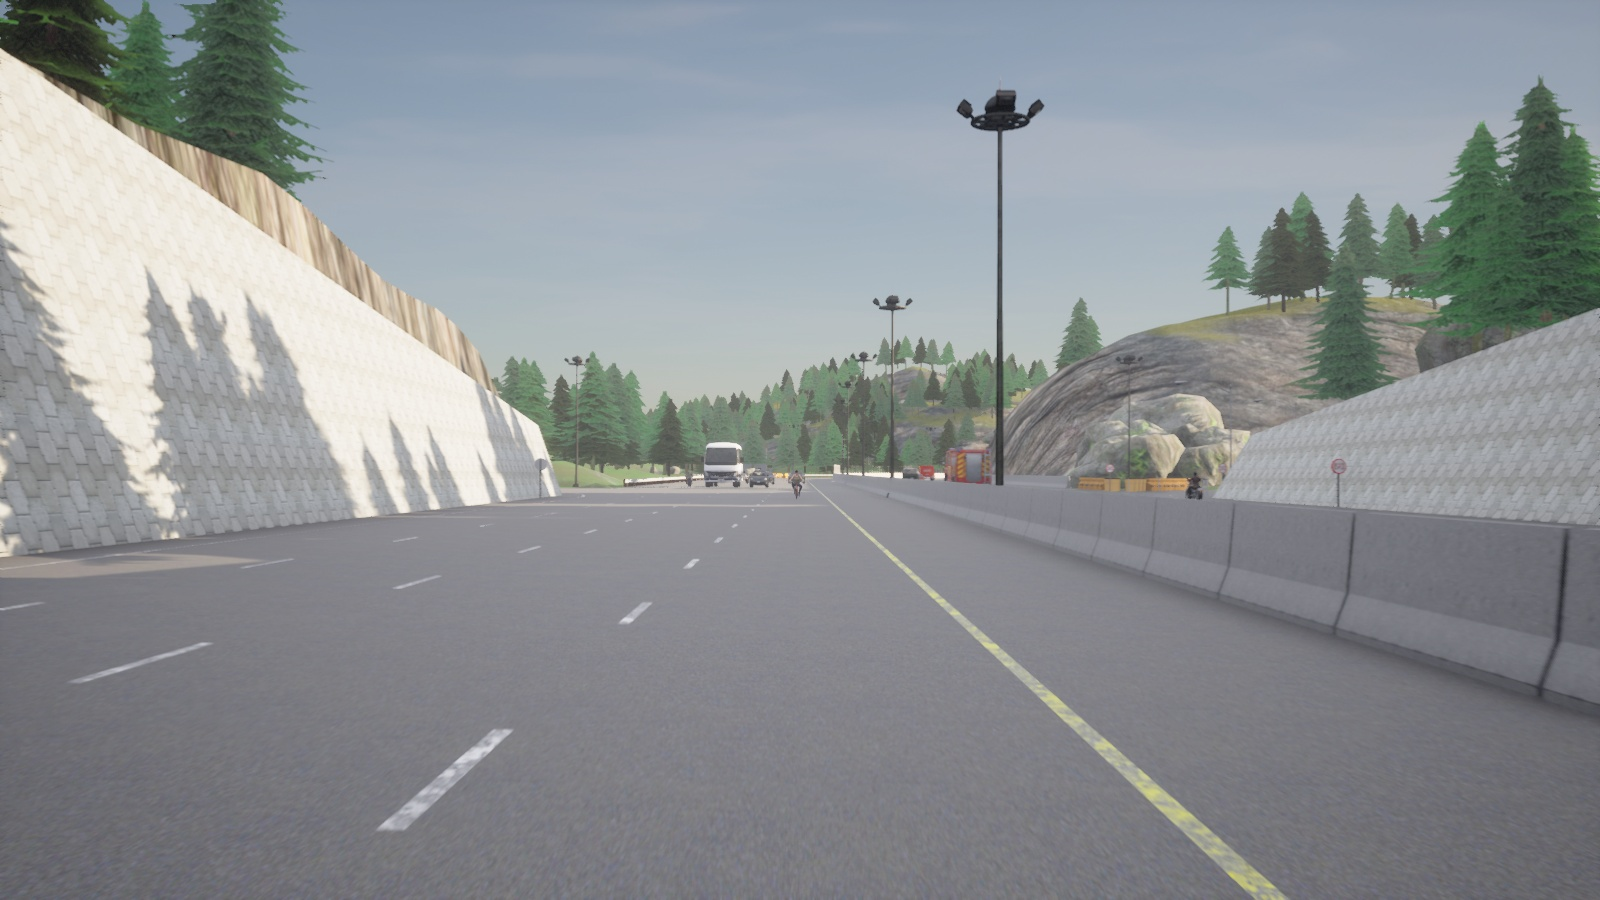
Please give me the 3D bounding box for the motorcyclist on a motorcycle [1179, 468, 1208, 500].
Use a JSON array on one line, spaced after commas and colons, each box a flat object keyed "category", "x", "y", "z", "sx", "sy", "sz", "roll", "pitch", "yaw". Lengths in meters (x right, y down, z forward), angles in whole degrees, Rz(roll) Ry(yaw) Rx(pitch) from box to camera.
[{"category": "motorcyclist on a motorcycle", "x": 20.833, "y": 1.795, "z": 66.532, "sx": 0.766, "sy": 1.649, "sz": 2.350, "roll": 0, "pitch": -1, "yaw": 0}]
